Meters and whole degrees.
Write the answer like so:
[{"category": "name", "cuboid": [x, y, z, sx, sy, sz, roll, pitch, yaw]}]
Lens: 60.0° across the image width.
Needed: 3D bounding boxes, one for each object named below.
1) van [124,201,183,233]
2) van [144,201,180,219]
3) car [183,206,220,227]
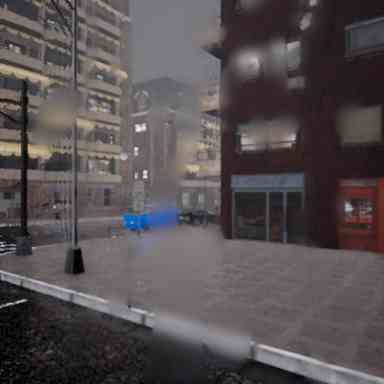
[{"category": "van", "cuboid": [-2.692, 1.712, 22.288, 1.690, 1.788, 3.998, -1, -2, 35]}, {"category": "van", "cuboid": [-3.252, 1.917, 36.209, 1.690, 1.788, 3.998, -1, -2, 35]}, {"category": "car", "cuboid": [0.379, 2.044, 26.897, 1.947, 1.339, 4.313, -1, -2, 35]}]
